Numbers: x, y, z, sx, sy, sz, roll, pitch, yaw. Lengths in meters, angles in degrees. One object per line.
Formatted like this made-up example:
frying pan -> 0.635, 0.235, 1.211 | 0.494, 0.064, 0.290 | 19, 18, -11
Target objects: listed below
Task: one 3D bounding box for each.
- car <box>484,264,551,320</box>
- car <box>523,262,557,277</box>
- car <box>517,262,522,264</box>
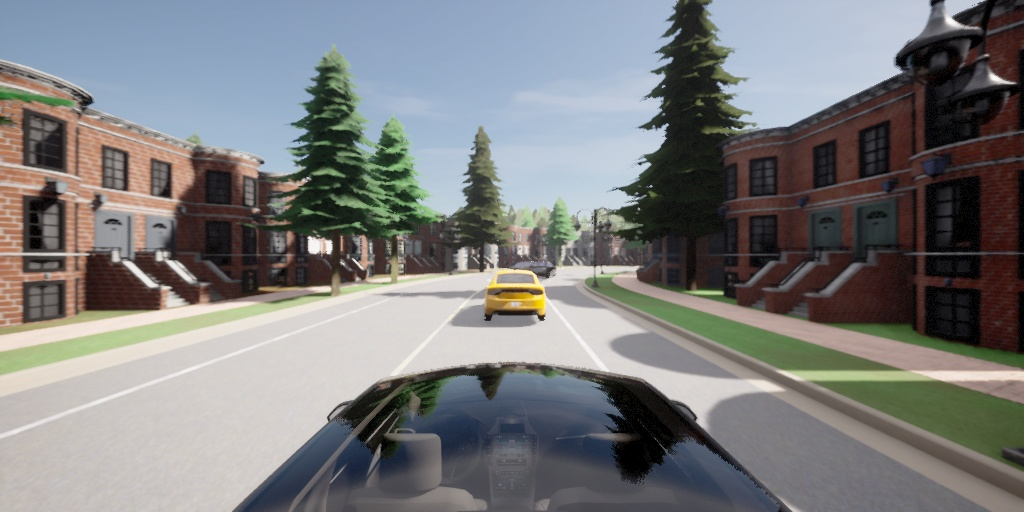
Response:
car -> 0.096, 1.232, 12.744 | 1.882, 1.535, 5.008 | 0, 0, 0
car -> 2.847, 1.254, 32.690 | 2.128, 1.511, 4.902 | 0, 0, 18
car -> 1.298, 1.312, 38.928 | 2.033, 1.411, 5.357 | 0, 0, 25
